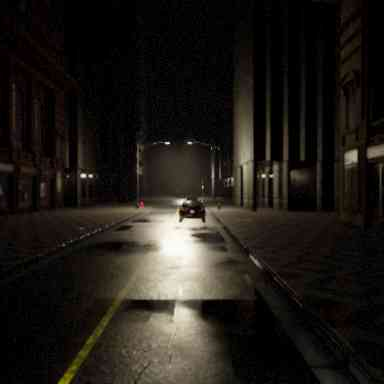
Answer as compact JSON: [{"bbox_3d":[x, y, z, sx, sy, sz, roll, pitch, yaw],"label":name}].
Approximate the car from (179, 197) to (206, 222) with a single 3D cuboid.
[{"bbox_3d":[0.036,1.420,25.819,2.163,1.488,4.792,0,0,0],"label":"car"}]
